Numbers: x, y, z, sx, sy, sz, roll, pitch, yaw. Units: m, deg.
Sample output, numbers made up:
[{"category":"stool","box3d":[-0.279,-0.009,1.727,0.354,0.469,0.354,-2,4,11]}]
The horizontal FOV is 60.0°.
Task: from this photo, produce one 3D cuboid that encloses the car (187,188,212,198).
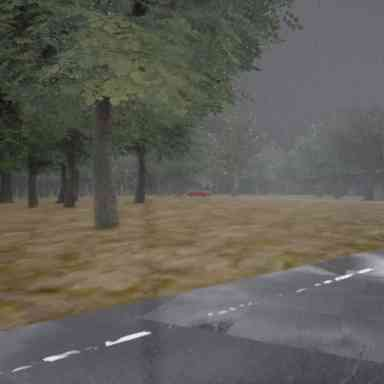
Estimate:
[{"category":"car","box3d":[1.611,0.200,73.351,5.566,2.045,2.150,0,0,34]}]
